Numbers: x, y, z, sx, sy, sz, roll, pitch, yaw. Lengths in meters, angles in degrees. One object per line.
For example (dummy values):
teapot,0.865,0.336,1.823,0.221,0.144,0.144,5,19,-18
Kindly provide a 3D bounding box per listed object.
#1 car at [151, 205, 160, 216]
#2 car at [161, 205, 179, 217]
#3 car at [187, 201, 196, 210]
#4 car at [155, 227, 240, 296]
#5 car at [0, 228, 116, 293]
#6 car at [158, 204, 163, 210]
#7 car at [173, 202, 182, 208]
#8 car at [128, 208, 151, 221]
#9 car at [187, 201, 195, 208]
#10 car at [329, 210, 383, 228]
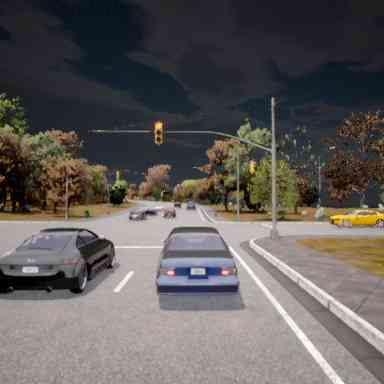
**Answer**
car,-7.228,3.517,58.571,1.895,1.301,4.718,0,-1,0
car,-3.539,3.365,54.230,1.812,1.442,4.674,0,-1,0
car,-0.199,3.297,77.872,2.097,1.767,4.553,0,0,0
car,0.069,1.645,8.991,2.033,1.411,5.357,0,-1,-1
car,-3.444,1.664,9.100,1.994,1.385,4.181,0,-1,0
car,-7.188,3.490,73.526,1.812,1.442,4.674,0,0,0
car,-3.844,3.413,88.309,1.837,1.490,4.892,0,0,-4
car,-7.207,3.030,44.283,2.128,1.511,4.902,0,-2,0
car,-0.320,3.228,88.051,1.882,1.535,5.008,0,0,-4
car,14.910,2.366,29.792,5.008,1.535,1.882,0,-3,-2
